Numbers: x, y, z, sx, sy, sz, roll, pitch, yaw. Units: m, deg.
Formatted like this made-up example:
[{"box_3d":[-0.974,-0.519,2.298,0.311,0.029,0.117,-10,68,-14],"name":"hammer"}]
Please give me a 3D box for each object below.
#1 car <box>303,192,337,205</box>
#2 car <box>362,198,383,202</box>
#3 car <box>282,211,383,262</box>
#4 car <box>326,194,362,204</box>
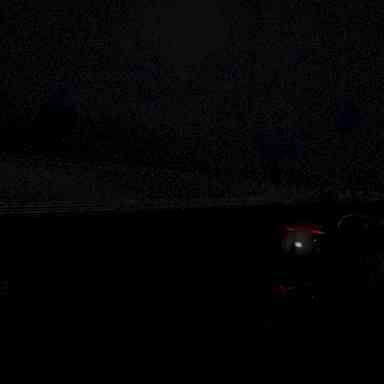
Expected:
[{"box_3d":[16.553,0.978,42.354,5.566,2.045,2.150,0,0,-37],"name":"car"},{"box_3d":[21.451,1.353,37.278,4.718,1.301,1.895,0,0,-37],"name":"car"},{"box_3d":[5.311,1.427,11.890,4.902,1.511,2.128,0,0,-36],"name":"car"},{"box_3d":[18.712,1.304,39.603,5.357,1.411,2.033,0,0,-37],"name":"car"}]
